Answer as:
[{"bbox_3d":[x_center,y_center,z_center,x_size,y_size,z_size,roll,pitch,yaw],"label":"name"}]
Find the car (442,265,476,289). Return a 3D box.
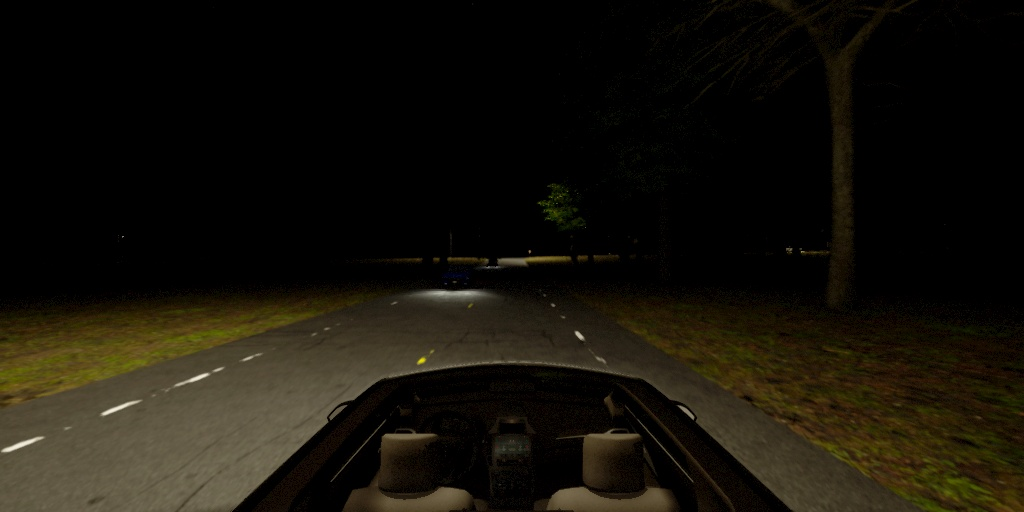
[{"bbox_3d":[-3.598,1.361,24.980,1.882,1.535,5.008,0,0,0],"label":"car"}]
